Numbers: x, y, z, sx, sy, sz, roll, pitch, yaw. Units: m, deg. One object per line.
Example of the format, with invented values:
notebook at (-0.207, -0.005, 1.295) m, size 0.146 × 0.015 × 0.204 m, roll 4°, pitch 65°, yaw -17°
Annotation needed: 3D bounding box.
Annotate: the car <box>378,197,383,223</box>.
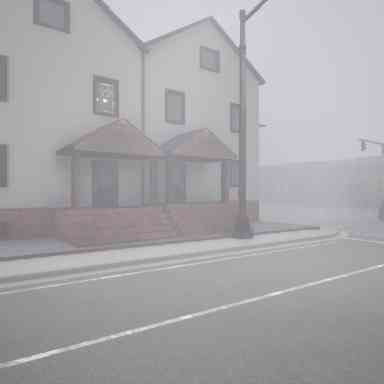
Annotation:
car at (14.393, 1.260, 20.793) m, size 2.150 × 2.045 × 5.566 m, roll 0°, pitch -1°, yaw -15°
